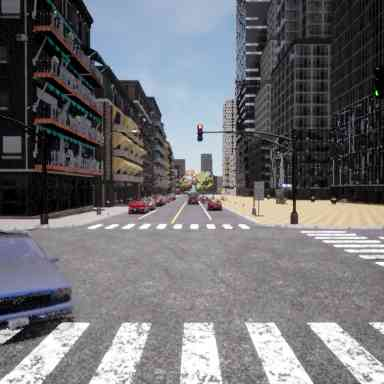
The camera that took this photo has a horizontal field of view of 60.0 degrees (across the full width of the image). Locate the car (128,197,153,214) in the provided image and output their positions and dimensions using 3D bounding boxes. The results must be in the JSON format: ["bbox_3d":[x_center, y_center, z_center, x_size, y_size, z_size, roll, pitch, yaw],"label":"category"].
[{"bbox_3d":[-5.625,1.540,35.401,1.887,1.381,4.507,-1,0,0],"label":"car"}]

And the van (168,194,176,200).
[{"bbox_3d":[-5.508,1.350,91.889,1.690,1.788,3.998,-1,0,0],"label":"van"}]

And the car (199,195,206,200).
[{"bbox_3d":[2.842,1.534,92.100,1.752,1.417,4.829,-1,0,0],"label":"car"}]

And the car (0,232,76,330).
[{"bbox_3d":[-4.181,1.618,7.221,2.033,1.411,5.357,0,-1,-36],"label":"car"}]

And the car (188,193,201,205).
[{"bbox_3d":[0.229,1.477,59.769,1.882,1.535,5.008,0,0,0],"label":"car"}]

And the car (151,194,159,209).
[{"bbox_3d":[-5.615,1.436,41.049,1.967,1.590,4.097,-1,0,0],"label":"car"}]

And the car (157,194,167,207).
[{"bbox_3d":[-5.593,1.312,52.348,2.192,1.841,5.009,-1,0,0],"label":"car"}]

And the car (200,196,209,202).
[{"bbox_3d":[2.807,1.547,74.983,1.887,1.381,4.507,-1,0,0],"label":"car"}]

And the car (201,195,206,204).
[{"bbox_3d":[2.782,1.551,63.685,2.008,1.369,4.403,-1,0,0],"label":"car"}]

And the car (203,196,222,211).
[{"bbox_3d":[2.734,1.540,41.089,1.887,1.381,4.507,-1,0,0],"label":"car"}]

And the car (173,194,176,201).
[{"bbox_3d":[-5.520,1.322,86.241,2.192,1.841,5.009,-1,0,0],"label":"car"}]

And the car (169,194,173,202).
[{"bbox_3d":[-5.553,1.583,69.294,1.802,1.307,4.206,-1,0,0],"label":"car"}]

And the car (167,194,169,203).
[{"bbox_3d":[-5.579,1.439,57.996,1.967,1.590,4.097,-1,0,0],"label":"car"}]

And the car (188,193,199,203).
[{"bbox_3d":[0.264,1.223,70.034,2.150,2.045,5.566,0,0,0],"label":"car"}]
